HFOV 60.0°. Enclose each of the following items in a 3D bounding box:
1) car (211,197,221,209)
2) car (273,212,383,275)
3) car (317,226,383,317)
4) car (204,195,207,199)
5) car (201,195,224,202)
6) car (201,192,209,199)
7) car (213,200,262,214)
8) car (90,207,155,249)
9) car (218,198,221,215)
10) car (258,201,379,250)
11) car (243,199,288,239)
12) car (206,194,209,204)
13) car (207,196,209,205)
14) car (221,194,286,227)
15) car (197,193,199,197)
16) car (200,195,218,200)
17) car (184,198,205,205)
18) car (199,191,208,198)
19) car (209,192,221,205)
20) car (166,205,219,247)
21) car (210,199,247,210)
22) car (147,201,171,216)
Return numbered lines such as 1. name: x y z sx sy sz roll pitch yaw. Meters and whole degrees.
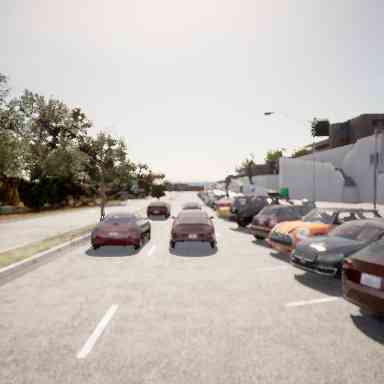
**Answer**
1. car: 4.819 1.534 30.110 5.366 1.575 1.946 1 0 -20
2. car: 5.057 1.484 9.171 4.892 1.521 2.231 1 0 -20
3. car: 5.083 1.512 6.187 4.792 1.488 2.163 1 0 -20
4. car: 4.954 1.706 54.207 4.792 1.488 2.163 1 0 -20
5. car: 4.838 1.600 78.204 4.792 1.488 2.163 1 1 -20
6. car: 4.949 1.429 57.206 5.566 2.045 2.435 1 0 -20
7. car: 4.951 1.607 36.165 4.792 1.488 2.163 1 0 -20
8. car: -2.963 1.563 14.598 1.994 1.385 4.181 0 0 0
9. car: 5.174 1.524 27.244 5.366 1.575 1.946 1 -1 -20
10. car: 5.075 1.358 12.181 4.553 1.767 2.185 1 0 -20
11. car: 5.004 1.360 15.167 4.553 1.767 2.185 1 0 -20
12. car: 4.977 1.531 48.194 4.553 1.767 2.185 1 0 -20
13. car: 4.954 1.621 42.182 5.008 1.535 2.097 1 -1 -20
14. car: 5.045 1.249 21.194 5.566 2.045 2.435 1 -1 -20
15. car: 4.806 1.494 90.209 4.792 1.488 2.163 1 1 -20
16. car: 4.818 1.478 93.228 4.674 1.452 2.002 1 0 -20
17. car: -0.003 1.579 30.082 1.812 1.442 4.674 0 0 0
18. car: 4.874 1.410 66.186 5.566 2.045 2.435 1 1 -20
19. car: 4.964 1.307 33.163 5.566 2.045 2.435 1 0 -20
20. car: 0.038 1.525 14.954 1.812 1.442 4.674 0 0 0
21. car: 4.955 1.680 45.182 4.674 1.452 2.002 1 0 -20
22. car: -3.001 1.535 30.595 1.882 1.535 5.008 0 0 0
